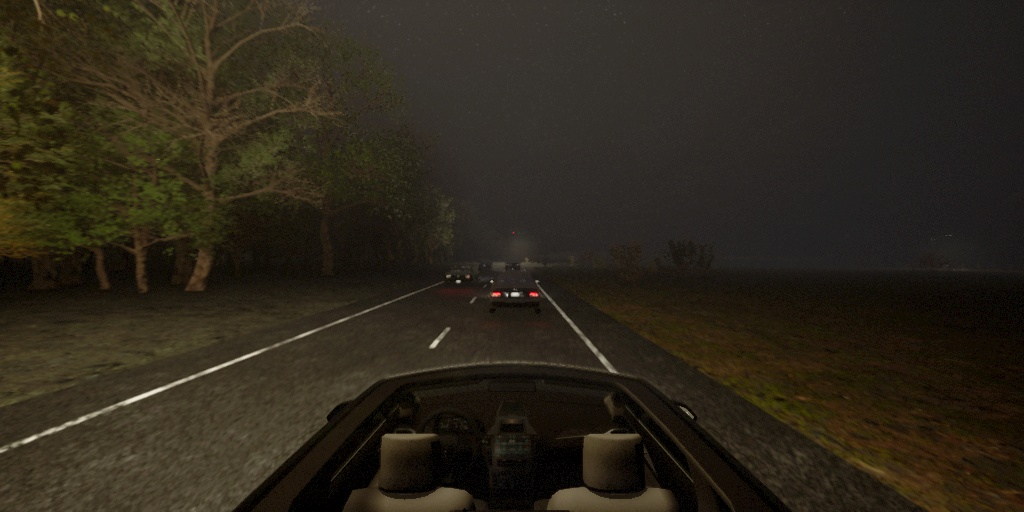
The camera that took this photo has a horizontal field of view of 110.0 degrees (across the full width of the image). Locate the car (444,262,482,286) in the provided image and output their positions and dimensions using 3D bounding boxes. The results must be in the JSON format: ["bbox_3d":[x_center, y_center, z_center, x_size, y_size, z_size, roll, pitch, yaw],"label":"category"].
[{"bbox_3d":[-3.397,1.331,24.913,1.895,1.301,4.718,0,0,0],"label":"car"}]

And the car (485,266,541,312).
[{"bbox_3d":[0.101,1.288,14.042,2.033,1.411,5.357,0,0,0],"label":"car"}]

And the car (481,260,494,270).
[{"bbox_3d":[-3.401,1.252,46.686,2.033,1.411,5.357,0,0,0],"label":"car"}]

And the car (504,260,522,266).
[{"bbox_3d":[0.103,1.203,41.240,2.128,1.511,4.902,0,0,0],"label":"car"}]
